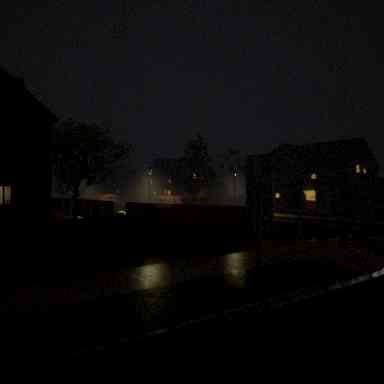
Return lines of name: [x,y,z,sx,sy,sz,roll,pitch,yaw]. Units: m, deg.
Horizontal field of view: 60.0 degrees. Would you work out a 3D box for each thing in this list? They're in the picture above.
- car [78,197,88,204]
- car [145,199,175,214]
car: [-15.572,1.376,47.266,1.994,1.385,4.181,0,0,-35]
car: [-2.552,1.391,29.190,2.128,1.511,4.902,0,0,-36]
